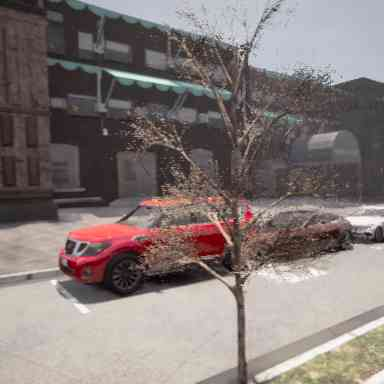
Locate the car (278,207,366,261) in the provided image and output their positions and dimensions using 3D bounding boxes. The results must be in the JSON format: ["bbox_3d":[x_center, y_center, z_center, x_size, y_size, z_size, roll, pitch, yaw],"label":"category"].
[{"bbox_3d":[3.960,1.427,12.210,4.792,1.488,2.163,-1,0,-35],"label":"car"}]

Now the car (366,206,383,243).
[{"bbox_3d":[8.521,1.385,15.423,4.674,1.452,2.002,-1,0,-35],"label":"car"}]

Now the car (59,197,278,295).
[{"bbox_3d":[-0.576,1.194,9.016,5.566,2.045,2.435,-1,0,-35],"label":"car"}]
